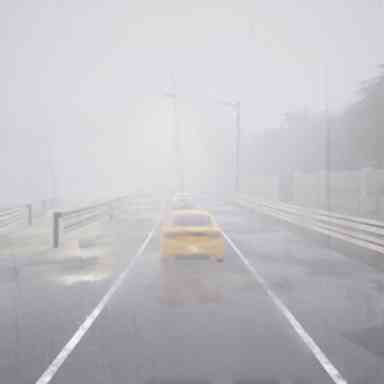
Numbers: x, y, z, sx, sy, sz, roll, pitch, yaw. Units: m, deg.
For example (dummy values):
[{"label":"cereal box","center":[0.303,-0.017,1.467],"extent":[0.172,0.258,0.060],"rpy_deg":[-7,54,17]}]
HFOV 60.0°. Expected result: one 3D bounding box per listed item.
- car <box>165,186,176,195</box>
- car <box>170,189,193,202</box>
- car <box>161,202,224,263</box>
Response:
[{"label":"car","center":[-3.450,-0.329,55.669],"extent":[1.812,1.442,4.674],"rpy_deg":[0,3,-7]},{"label":"car","center":[-0.939,0.754,31.245],"extent":[1.812,1.442,4.674],"rpy_deg":[0,3,-4]},{"label":"car","center":[-0.027,1.366,11.665],"extent":[1.882,1.535,5.008],"rpy_deg":[0,1,-1]}]
